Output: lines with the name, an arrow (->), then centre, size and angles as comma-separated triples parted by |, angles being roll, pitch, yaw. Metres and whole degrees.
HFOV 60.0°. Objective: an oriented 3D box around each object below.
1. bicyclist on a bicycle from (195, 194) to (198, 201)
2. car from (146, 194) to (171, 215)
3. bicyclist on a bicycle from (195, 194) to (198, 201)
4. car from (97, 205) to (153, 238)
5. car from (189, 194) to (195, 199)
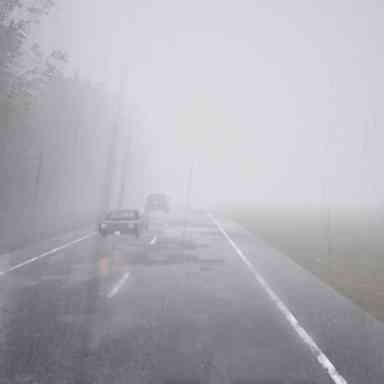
bicyclist on a bicycle -> 0.977, 1.353, 68.253 | 0.582, 1.620, 1.656 | 0, 0, 0
car -> -3.395, 1.171, 33.930 | 2.150, 2.045, 5.566 | 0, 0, 0
bicyclist on a bicycle -> 0.977, 1.257, 77.249 | 0.659, 1.776, 1.843 | 0, 0, 0
car -> -3.396, 1.575, 17.393 | 1.895, 1.301, 4.718 | 0, 0, 0
car -> 0.018, 1.413, 94.426 | 1.994, 1.385, 4.181 | 0, 0, 0
